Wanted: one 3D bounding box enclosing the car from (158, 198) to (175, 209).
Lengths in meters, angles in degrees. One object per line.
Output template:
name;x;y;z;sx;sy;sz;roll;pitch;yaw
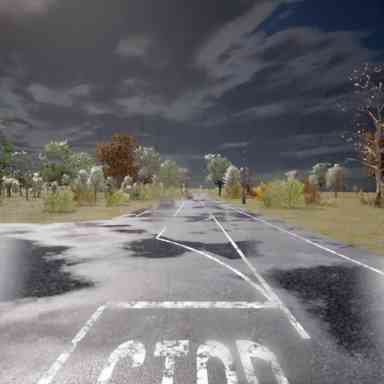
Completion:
car;-3.338;1.524;44.672;1.994;1.385;4.181;0;0;0
